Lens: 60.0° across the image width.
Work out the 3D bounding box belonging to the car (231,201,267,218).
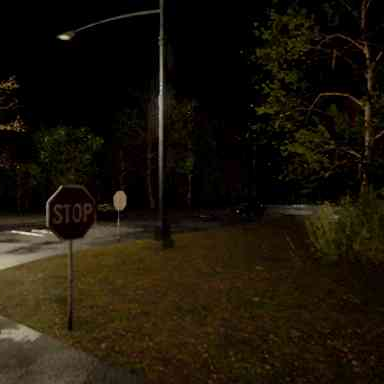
[{"bbox_3d":[5.714,1.647,32.868,1.882,1.535,5.008,0,0,36],"label":"car"}]

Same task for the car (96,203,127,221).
[{"bbox_3d":[-7.435,1.671,26.693,1.837,1.490,4.892,0,1,36],"label":"car"}]

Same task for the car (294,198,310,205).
[{"bbox_3d":[22.520,1.907,67.854,2.033,1.411,5.357,0,0,36],"label":"car"}]
